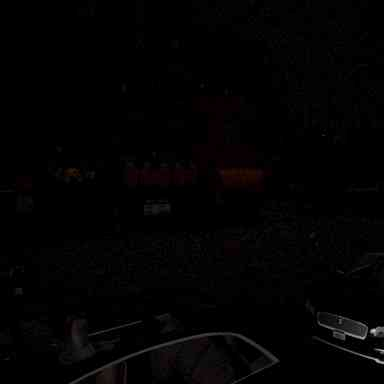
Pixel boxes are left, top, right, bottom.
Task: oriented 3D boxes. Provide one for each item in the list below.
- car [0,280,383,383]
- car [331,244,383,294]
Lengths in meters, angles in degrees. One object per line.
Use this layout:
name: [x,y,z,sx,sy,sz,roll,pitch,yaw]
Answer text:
car: [-0.827,1.551,2.246,4.403,1.369,2.008,0,-2,-36]
car: [3.605,1.548,5.416,4.403,1.369,2.008,0,-2,-36]
